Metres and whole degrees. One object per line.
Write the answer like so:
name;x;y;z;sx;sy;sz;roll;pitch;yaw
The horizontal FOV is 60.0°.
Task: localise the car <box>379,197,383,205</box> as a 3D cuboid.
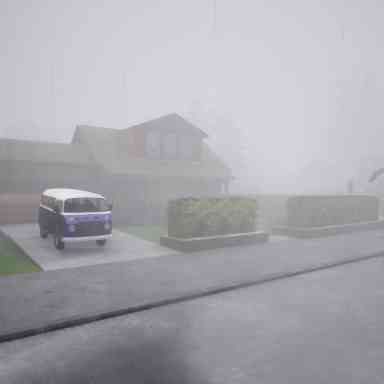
car;24.678;0.985;41.429;3.866;1.878;1.905;0;0;0
